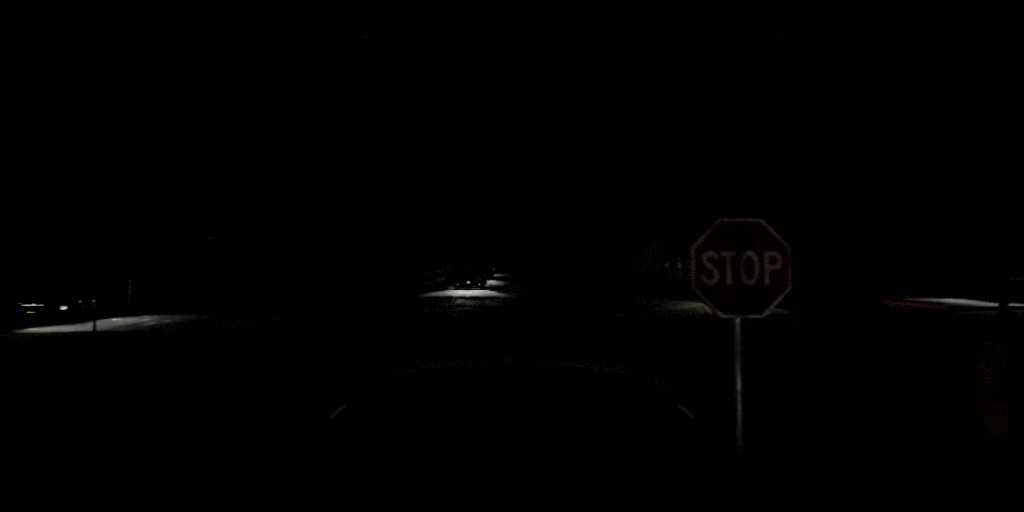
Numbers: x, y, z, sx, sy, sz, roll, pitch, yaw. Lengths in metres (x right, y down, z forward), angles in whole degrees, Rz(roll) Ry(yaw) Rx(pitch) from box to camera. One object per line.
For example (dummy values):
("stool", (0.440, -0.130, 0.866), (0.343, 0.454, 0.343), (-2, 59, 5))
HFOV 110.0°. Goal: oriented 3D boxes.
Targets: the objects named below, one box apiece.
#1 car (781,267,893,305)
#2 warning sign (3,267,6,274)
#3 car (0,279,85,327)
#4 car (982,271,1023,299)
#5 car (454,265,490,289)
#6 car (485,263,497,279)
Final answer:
("car", (13.037, 1.243, 15.221), (5.008, 1.535, 1.882), (-1, -2, -1))
("warning sign", (-25.787, 1.391, 17.148), (1.060, 1.860, 1.300), (0, 0, -1))
("car", (-17.383, 1.514, 11.953), (4.892, 1.490, 1.837), (-1, -2, -1))
("car", (23.232, 1.186, 15.324), (4.674, 1.442, 1.812), (-1, -2, 0))
("car", (-2.846, 1.563, 25.427), (1.994, 1.385, 4.181), (0, -1, 0))
("car", (-2.900, 1.733, 37.598), (1.895, 1.301, 4.718), (0, -1, 0))
